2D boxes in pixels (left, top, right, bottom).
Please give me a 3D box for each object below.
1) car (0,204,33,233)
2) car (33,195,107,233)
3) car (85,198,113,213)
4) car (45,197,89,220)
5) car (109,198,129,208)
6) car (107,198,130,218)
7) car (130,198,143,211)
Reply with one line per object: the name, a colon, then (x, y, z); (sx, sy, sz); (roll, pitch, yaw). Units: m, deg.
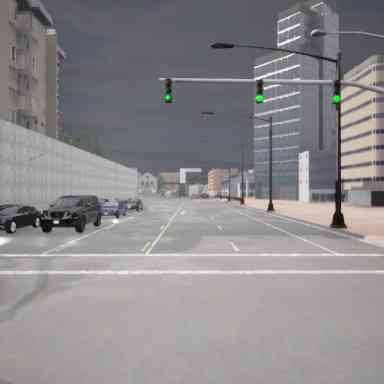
car: (-10.615, 1.503, 19.545); (1.837, 1.490, 4.892); (0, 0, 0)
car: (-7.111, 1.220, 20.178); (2.150, 2.045, 5.566); (0, 0, 0)
car: (-10.623, 1.502, 38.431); (1.837, 1.490, 4.892); (0, 0, 0)
car: (-10.621, 1.350, 28.613); (2.097, 1.767, 4.553); (0, 0, 0)
car: (-10.592, 1.597, 48.491); (1.895, 1.301, 4.718); (0, 0, 0)
car: (-7.121, 1.524, 29.819); (1.812, 1.442, 4.674); (0, 0, 0)
car: (-7.121, 1.489, 40.161); (2.128, 1.511, 4.902); (0, 0, 0)
